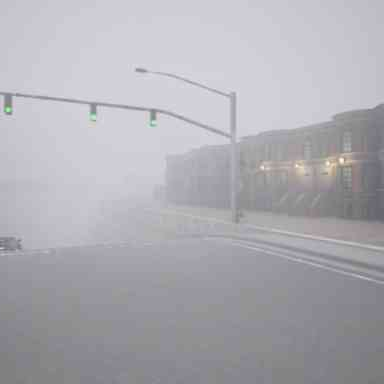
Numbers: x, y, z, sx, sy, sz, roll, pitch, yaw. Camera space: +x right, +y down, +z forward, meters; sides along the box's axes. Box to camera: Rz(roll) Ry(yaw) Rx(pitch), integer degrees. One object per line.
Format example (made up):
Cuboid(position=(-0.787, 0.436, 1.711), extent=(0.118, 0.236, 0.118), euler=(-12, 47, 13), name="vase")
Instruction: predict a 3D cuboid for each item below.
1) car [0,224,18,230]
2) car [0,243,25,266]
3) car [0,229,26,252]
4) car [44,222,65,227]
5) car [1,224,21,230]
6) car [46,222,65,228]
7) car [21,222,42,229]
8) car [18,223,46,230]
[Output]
Cuboid(position=(-44.451, 8.722, 81.714), extent=(4.974, 1.542, 2.038), euler=(0, 1, 18), name="car")
Cuboid(position=(-16.108, 5.675, 29.953), extent=(1.837, 1.490, 4.892), euler=(-1, -13, -26), name="car")
Cuboid(position=(-11.881, 3.536, 21.093), extent=(1.994, 1.385, 4.181), euler=(-2, -12, -26), name="car")
Cuboid(position=(-35.834, 8.445, 86.711), extent=(4.536, 1.218, 1.853), euler=(0, 1, 3), name="car")
Cuboid(position=(-44.501, 8.564, 81.728), extent=(4.536, 1.218, 1.853), euler=(0, 1, 18), name="car")
Cuboid(position=(-35.781, 8.602, 86.710), extent=(4.974, 1.542, 2.038), euler=(0, 1, 3), name="car")
Cuboid(position=(-40.269, 8.511, 83.742), extent=(1.853, 1.218, 4.536), euler=(0, 1, 28), name="car")
Cuboid(position=(-40.292, 8.670, 83.698), extent=(2.038, 1.542, 4.974), euler=(0, 1, 28), name="car")
